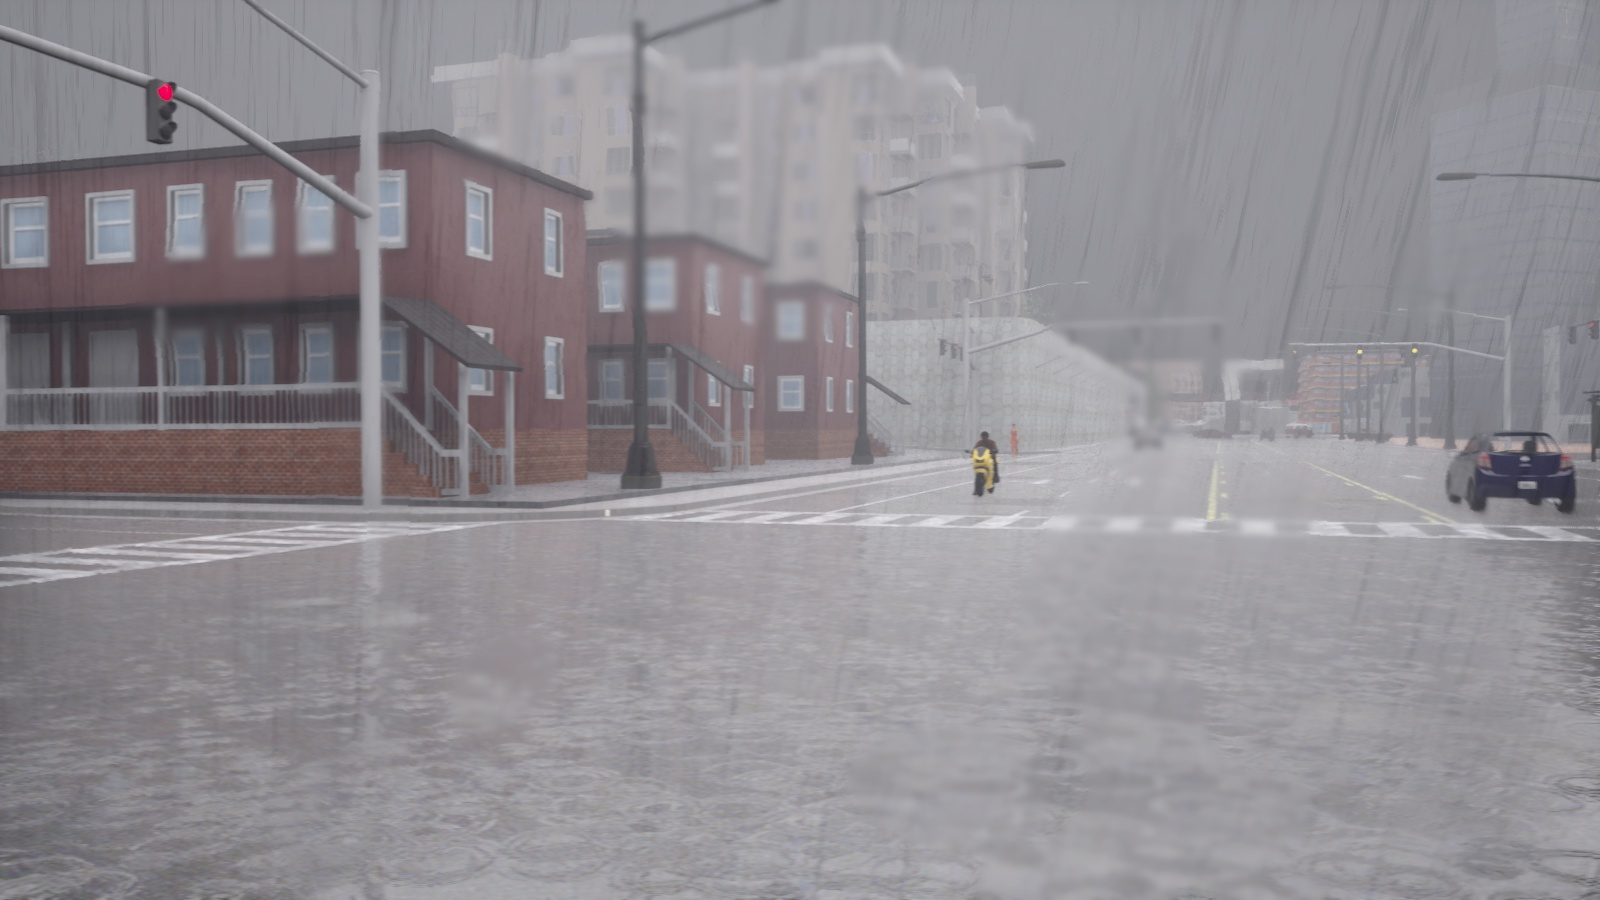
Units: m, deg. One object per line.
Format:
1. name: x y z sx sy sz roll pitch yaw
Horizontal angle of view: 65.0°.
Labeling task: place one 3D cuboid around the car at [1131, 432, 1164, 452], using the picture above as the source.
1. car: 26.536 -0.607 95.754 2.163 1.488 4.792 1 1 19

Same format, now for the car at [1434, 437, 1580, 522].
1. car: 13.599 0.501 24.368 1.845 1.501 3.633 1 1 19

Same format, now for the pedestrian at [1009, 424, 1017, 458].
1. pedestrian: 11.607 -0.471 68.445 0.345 1.836 0.594 1 1 19

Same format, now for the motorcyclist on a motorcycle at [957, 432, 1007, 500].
1. motorcyclist on a motorcycle: 4.309 0.350 29.655 0.797 1.523 2.044 1 1 19
